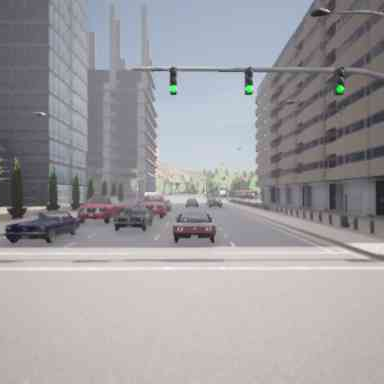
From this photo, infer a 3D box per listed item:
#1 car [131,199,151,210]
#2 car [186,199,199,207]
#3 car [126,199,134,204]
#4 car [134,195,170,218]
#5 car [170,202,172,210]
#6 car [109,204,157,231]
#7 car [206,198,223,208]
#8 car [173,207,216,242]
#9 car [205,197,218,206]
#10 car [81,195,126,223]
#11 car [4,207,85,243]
[{"bbox_3d":[-6.986,1.670,46.143,2.033,1.411,5.357,0,0,0],"label":"car"},{"bbox_3d":[0.016,1.696,51.070,1.994,1.385,4.181,0,0,0],"label":"car"},{"bbox_3d":[-7.016,1.568,35.882,1.882,1.535,5.008,0,0,1],"label":"car"},{"bbox_3d":[-3.559,1.294,30.840,2.150,2.045,5.566,0,0,0],"label":"car"},{"bbox_3d":[-3.487,1.595,41.062,2.128,1.511,4.902,0,0,0],"label":"car"},{"bbox_3d":[-3.579,1.643,21.079,1.895,1.301,4.718,0,0,0],"label":"car"},{"bbox_3d":[3.516,1.728,50.457,1.895,1.301,4.718,0,0,0],"label":"car"},{"bbox_3d":[0.105,1.625,16.409,1.895,1.301,4.718,0,0,0],"label":"car"},{"bbox_3d":[3.519,1.706,60.488,2.033,1.411,5.357,0,0,0],"label":"car"},{"bbox_3d":[-7.077,1.282,26.078,2.150,2.045,5.566,0,0,0],"label":"car"},{"bbox_3d":[-7.090,1.631,16.315,1.895,1.301,4.718,0,0,0],"label":"car"}]
